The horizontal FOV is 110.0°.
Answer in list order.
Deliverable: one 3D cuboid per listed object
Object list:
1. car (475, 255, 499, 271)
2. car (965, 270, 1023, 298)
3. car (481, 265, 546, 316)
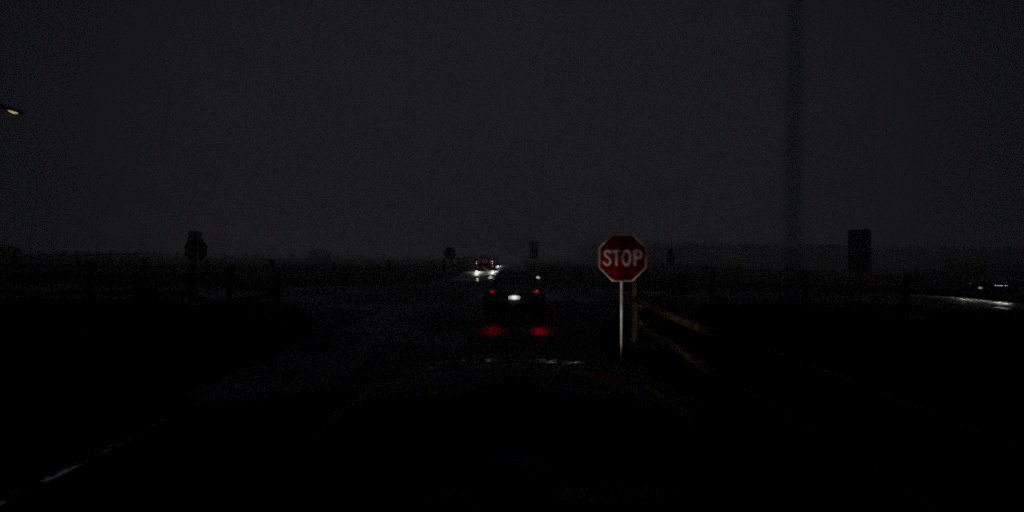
[{"bbox_3d":[-2.864,0.647,39.210,2.097,1.767,4.553,0,1,0],"label":"car"},{"bbox_3d":[26.936,1.443,18.787,4.892,1.490,1.837,1,0,-1],"label":"car"},{"bbox_3d":[0.077,1.180,12.653,1.994,1.385,4.181,0,1,0],"label":"car"}]
